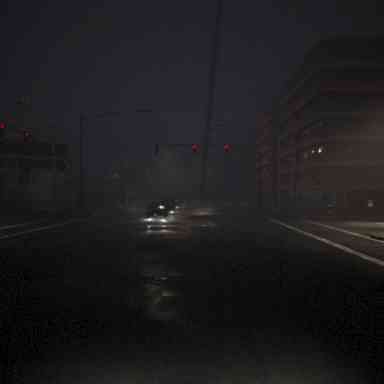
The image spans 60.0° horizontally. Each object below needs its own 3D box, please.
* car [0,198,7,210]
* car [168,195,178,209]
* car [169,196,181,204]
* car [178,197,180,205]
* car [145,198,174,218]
[{"bbox_3d":[-24.020,1.456,38.975,3.806,1.475,1.970,0,0,1],"label":"car"},{"bbox_3d":[-3.177,1.478,42.102,1.882,1.535,5.008,0,0,0],"label":"car"},{"bbox_3d":[-3.294,1.547,64.716,2.033,1.411,5.357,0,0,0],"label":"car"},{"bbox_3d":[-3.207,1.352,54.347,2.097,1.767,4.553,0,0,0],"label":"car"},{"bbox_3d":[-3.104,1.548,30.722,2.033,1.411,5.357,0,0,0],"label":"car"}]
